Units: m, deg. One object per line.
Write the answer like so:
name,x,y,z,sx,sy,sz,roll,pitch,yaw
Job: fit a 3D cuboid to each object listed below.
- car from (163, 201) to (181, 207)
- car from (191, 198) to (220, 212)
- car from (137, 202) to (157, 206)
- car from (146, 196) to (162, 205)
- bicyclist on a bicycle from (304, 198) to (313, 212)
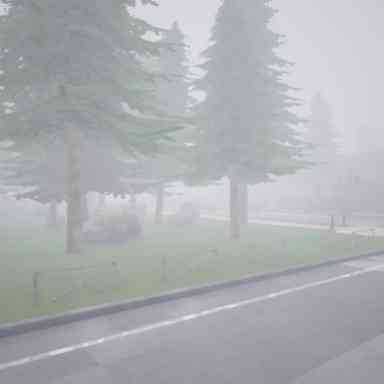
car,-3.420,1.671,57.016,1.882,1.535,5.008,0,0,-26
car,1.474,1.542,41.479,2.097,1.767,4.553,0,0,-34
car,-8.181,1.687,58.490,1.882,1.535,5.008,0,0,-25
car,-7.555,1.672,66.020,1.882,1.535,5.008,0,0,-21
bicyclist on a bicycle,13.215,1.500,37.576,1.656,1.620,0.582,0,0,-35
